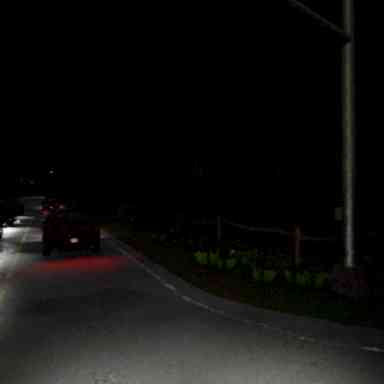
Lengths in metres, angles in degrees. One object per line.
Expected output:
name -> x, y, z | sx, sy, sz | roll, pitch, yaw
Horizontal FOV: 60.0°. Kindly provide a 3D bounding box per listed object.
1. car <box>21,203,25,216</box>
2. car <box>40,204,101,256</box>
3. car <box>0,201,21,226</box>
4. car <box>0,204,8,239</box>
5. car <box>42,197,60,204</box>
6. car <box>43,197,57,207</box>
car -> -17.265, 1.558, 32.001 | 1.994, 1.385, 4.181 | 0, 0, -24
car -> -4.883, 1.439, 13.207 | 1.882, 1.535, 5.008 | 0, 0, -24
car -> -13.207, 1.496, 22.949 | 1.837, 1.490, 4.892 | 0, 0, -24
car -> -9.329, 1.494, 14.316 | 1.837, 1.490, 4.892 | 0, 0, -24
car -> -17.617, 1.570, 41.537 | 1.895, 1.301, 4.718 | 0, 0, -24
car -> -21.707, 1.477, 50.633 | 1.837, 1.490, 4.892 | 0, 0, -24
